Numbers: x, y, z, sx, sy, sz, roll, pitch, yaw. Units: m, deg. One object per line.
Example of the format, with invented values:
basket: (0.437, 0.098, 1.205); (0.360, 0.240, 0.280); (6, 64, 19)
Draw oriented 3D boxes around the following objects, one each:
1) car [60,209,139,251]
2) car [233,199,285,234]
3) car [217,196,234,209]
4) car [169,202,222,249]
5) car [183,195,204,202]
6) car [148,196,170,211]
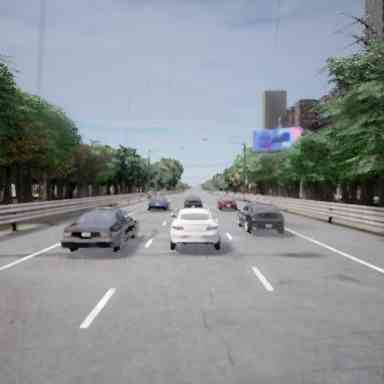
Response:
car: (-3.389, 1.374, 13.147); (2.033, 1.411, 5.357); (0, 1, 0)
car: (3.615, 1.320, 18.012); (1.837, 1.490, 4.892); (0, 1, 0)
car: (3.624, 1.148, 35.106); (1.812, 1.442, 4.674); (0, 1, 0)
car: (0.111, 1.369, 13.615); (1.812, 1.442, 4.674); (0, 1, 0)
car: (0.126, 1.115, 34.169); (1.837, 1.490, 4.892); (0, 1, 0)
car: (-3.377, 1.147, 34.542); (1.994, 1.385, 4.181); (0, 1, 0)
